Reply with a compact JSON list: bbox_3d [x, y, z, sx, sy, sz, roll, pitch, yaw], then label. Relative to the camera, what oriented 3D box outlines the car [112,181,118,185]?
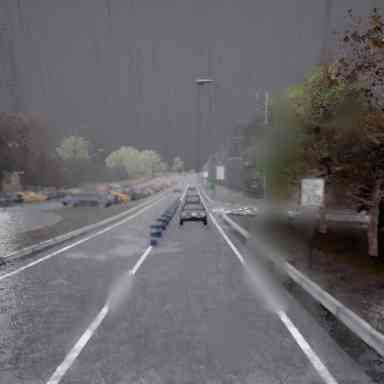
[{"bbox_3d":[-22.664,-1.267,85.257,5.566,2.045,2.435,0,3,1],"label":"car"}]

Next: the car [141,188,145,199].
[{"bbox_3d":[-9.902,0.594,49.003,4.792,1.488,2.163,0,2,1],"label":"car"}]

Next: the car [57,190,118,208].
[{"bbox_3d":[-10.048,0.813,32.293,4.792,1.488,2.163,0,0,1],"label":"car"}]

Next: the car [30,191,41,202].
[{"bbox_3d":[-23.245,0.662,43.488,5.366,1.575,1.946,0,1,1],"label":"car"}]

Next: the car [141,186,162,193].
[{"bbox_3d":[-9.659,-0.651,79.641,4.674,1.452,2.002,0,3,1],"label":"car"}]

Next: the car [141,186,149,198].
[{"bbox_3d":[-9.850,0.287,54.578,4.553,1.767,2.185,0,2,0],"label":"car"}]

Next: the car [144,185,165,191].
[{"bbox_3d":[-9.608,-1.012,85.195,5.008,1.535,2.097,0,3,1],"label":"car"}]

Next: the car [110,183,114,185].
[{"bbox_3d":[-22.903,-0.860,82.493,5.366,1.575,1.946,0,3,1],"label":"car"}]

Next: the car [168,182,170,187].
[{"bbox_3d":[-9.546,-1.490,93.531,4.892,1.521,2.231,0,3,1],"label":"car"}]

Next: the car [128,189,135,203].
[{"bbox_3d":[-9.999,0.710,40.642,5.008,1.535,2.097,0,1,1],"label":"car"}]

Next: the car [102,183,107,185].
[{"bbox_3d":[-22.798,-0.660,76.800,4.553,1.767,2.185,0,3,1],"label":"car"}]

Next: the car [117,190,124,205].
[{"bbox_3d":[-10.082,0.791,35.077,4.792,1.488,2.163,0,0,1],"label":"car"}]

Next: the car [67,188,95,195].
[{"bbox_3d":[-22.846,-0.117,68.447,5.008,1.535,2.097,0,3,0],"label":"car"}]

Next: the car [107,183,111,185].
[{"bbox_3d":[-22.737,-0.689,79.588,5.008,1.535,2.097,0,3,1],"label":"car"}]

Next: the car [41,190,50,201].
[{"bbox_3d":[-23.220,0.614,46.283,5.366,1.575,1.946,0,1,1],"label":"car"}]

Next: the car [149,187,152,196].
[{"bbox_3d":[-9.828,0.353,57.369,4.792,1.488,2.163,0,2,0],"label":"car"}]

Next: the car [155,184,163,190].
[{"bbox_3d":[-9.706,-0.388,74.074,5.008,1.535,2.097,0,3,1],"label":"car"}]

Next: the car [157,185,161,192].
[{"bbox_3d":[-9.729,-0.249,71.288,5.008,1.535,2.097,0,3,0],"label":"car"}]

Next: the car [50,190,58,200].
[{"bbox_3d":[-22.982,0.591,48.937,4.792,1.488,2.163,0,1,1],"label":"car"}]

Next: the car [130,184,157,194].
[{"bbox_3d":[-9.815,-0.119,65.713,4.553,1.767,2.185,0,3,1],"label":"car"}]

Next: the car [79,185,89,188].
[{"bbox_3d":[-22.680,0.003,65.659,5.366,1.575,1.946,0,2,1],"label":"car"}]

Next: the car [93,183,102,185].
[{"bbox_3d":[-22.844,-0.499,71.221,5.566,2.045,2.435,0,3,1],"label":"car"}]

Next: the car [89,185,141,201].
[{"bbox_3d":[-10.008,0.420,43.431,5.566,2.045,2.435,0,1,1],"label":"car"}]

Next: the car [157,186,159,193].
[{"bbox_3d":[-9.762,-0.077,68.504,4.674,1.452,2.002,0,3,1],"label":"car"}]

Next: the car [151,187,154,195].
[{"bbox_3d":[-9.862,0.256,60.156,4.792,1.488,2.163,0,2,0],"label":"car"}]

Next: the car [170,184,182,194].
[{"bbox_3d":[-3.276,-0.410,74.425,2.033,1.411,5.357,0,3,0],"label":"car"}]

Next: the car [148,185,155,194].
[{"bbox_3d":[-9.840,-0.004,62.935,4.553,1.767,2.185,0,2,0],"label":"car"}]

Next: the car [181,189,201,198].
[{"bbox_3d":[0.080,0.808,41.366,2.128,1.511,4.902,0,2,0],"label":"car"}]

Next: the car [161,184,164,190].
[{"bbox_3d":[-9.657,-0.506,76.859,4.792,1.488,2.163,0,3,0],"label":"car"}]

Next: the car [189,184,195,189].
[{"bbox_3d":[0.008,-1.535,93.536,1.895,1.301,4.718,0,3,0],"label":"car"}]

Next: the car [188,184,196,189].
[{"bbox_3d":[-0.015,-0.944,83.104,1.882,1.535,5.008,0,3,0],"label":"car"}]

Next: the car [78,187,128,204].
[{"bbox_3d":[-10.059,0.614,37.862,4.553,1.767,2.185,0,1,1],"label":"car"}]

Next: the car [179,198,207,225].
[{"bbox_3d":[0.091,1.405,23.033,2.033,1.411,5.357,0,1,0],"label":"car"}]

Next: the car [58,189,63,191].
[{"bbox_3d":[-22.982,0.490,51.726,5.008,1.535,2.097,0,2,1],"label":"car"}]

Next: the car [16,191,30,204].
[{"bbox_3d":[-23.112,0.733,40.695,4.792,1.488,2.163,0,1,1],"label":"car"}]

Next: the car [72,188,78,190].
[{"bbox_3d":[-22.931,0.319,57.432,4.892,1.521,2.231,0,2,0],"label":"car"}]

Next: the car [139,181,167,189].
[{"bbox_3d":[-9.666,-1.102,82.403,5.566,2.045,2.435,0,3,1],"label":"car"}]

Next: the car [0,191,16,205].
[{"bbox_3d":[-23.112,0.774,37.783,4.674,1.452,2.002,0,0,1],"label":"car"}]
